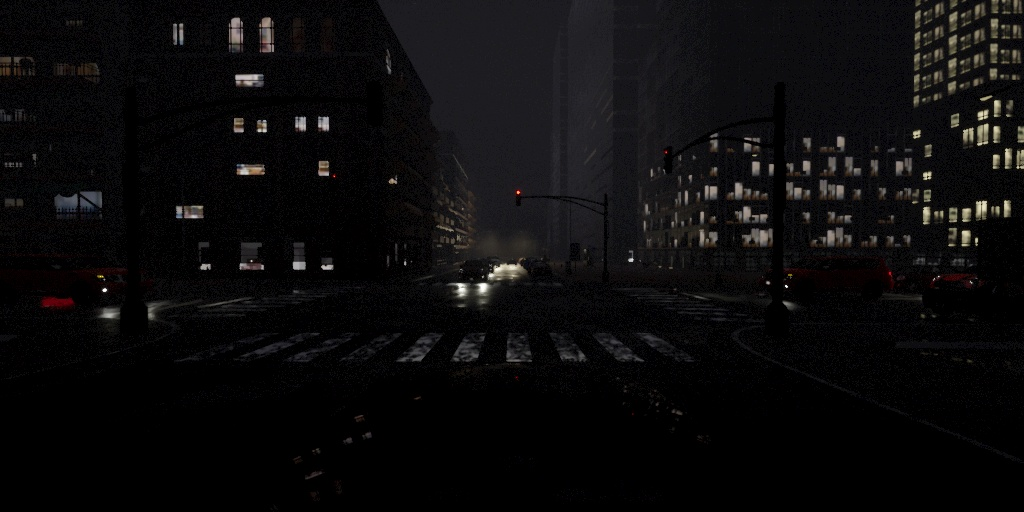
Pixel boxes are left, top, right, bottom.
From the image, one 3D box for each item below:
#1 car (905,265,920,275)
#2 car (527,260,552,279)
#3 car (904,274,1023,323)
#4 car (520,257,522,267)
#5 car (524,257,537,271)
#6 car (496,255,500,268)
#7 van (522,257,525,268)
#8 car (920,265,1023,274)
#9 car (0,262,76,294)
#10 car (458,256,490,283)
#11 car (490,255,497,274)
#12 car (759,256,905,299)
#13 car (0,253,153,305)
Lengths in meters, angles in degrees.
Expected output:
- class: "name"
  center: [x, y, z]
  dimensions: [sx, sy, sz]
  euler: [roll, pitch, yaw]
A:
- class: "car"
  center: [23.361, 1.230, 20.711]
  dimensions: [4.097, 1.591, 1.967]
  euler: [0, 0, 1]
- class: "car"
  center: [2.636, 1.271, 32.457]
  dimensions: [1.888, 1.381, 4.507]
  euler: [0, 0, 0]
- class: "car"
  center: [16.708, 1.445, 12.159]
  dimensions: [4.403, 1.370, 2.007]
  euler: [0, 0, 1]
- class: "car"
  center: [2.621, 1.240, 55.040]
  dimensions: [1.888, 1.381, 4.507]
  euler: [0, 0, 0]
- class: "car"
  center: [2.633, 1.159, 38.102]
  dimensions: [1.967, 1.591, 4.097]
  euler: [0, 0, 0]
- class: "car"
  center: [-3.108, 0.909, 58.848]
  dimensions: [2.150, 2.045, 5.566]
  euler: [0, 0, 1]
- class: "van"
  center: [2.625, 1.044, 49.394]
  dimensions: [1.690, 1.789, 3.998]
  euler: [0, 0, 0]
- class: "car"
  center: [24.095, 1.189, 17.967]
  dimensions: [4.553, 1.767, 2.097]
  euler: [0, 1, 1]
- class: "car"
  center: [-26.212, 1.110, 18.623]
  dimensions: [4.892, 1.490, 1.837]
  euler: [0, 1, 1]
- class: "car"
  center: [-2.998, 1.084, 28.074]
  dimensions: [2.097, 1.767, 4.553]
  euler: [0, 0, -2]
- class: "car"
  center: [-3.124, 1.067, 41.161]
  dimensions: [2.097, 1.767, 4.553]
  euler: [0, 0, 0]
- class: "car"
  center: [15.703, 1.019, 18.077]
  dimensions: [5.566, 2.045, 2.150]
  euler: [0, 1, 1]
- class: "car"
  center: [-18.849, 0.911, 15.324]
  dimensions: [5.566, 2.045, 2.150]
  euler: [0, 1, 1]
